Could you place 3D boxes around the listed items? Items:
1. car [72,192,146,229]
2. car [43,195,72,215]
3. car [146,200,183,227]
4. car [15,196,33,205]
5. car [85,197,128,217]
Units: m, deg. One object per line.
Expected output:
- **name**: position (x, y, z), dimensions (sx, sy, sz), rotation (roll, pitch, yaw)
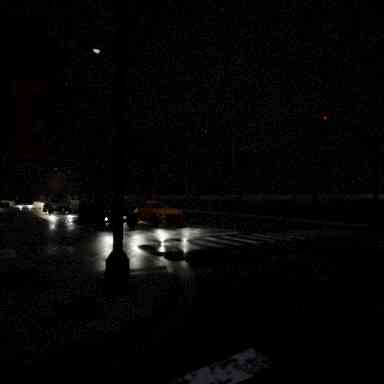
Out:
- **car**: position (-5.207, 1.010, 20.168), dimensions (2.150, 2.045, 5.566), rotation (1, -1, -35)
- **car**: position (-12.337, 1.246, 30.453), dimensions (1.812, 1.442, 4.674), rotation (1, 0, -34)
- **car**: position (-2.451, 1.329, 21.889), dimensions (1.882, 1.535, 5.008), rotation (1, 0, -35)
- **car**: position (-24.222, 1.211, 47.834), dimensions (1.994, 1.385, 4.181), rotation (1, -1, -34)
- **car**: position (-7.691, 1.292, 29.469), dimensions (2.128, 1.511, 4.902), rotation (1, 0, -35)
